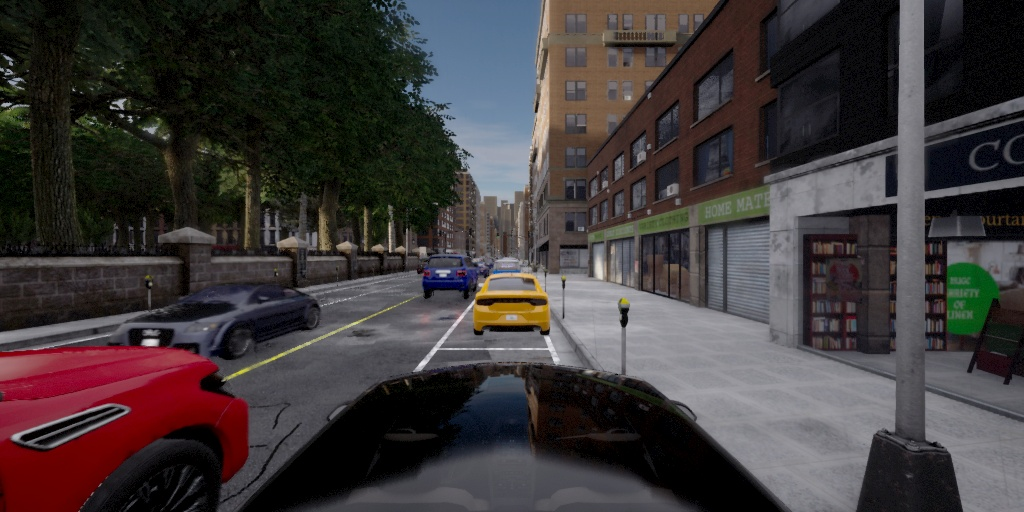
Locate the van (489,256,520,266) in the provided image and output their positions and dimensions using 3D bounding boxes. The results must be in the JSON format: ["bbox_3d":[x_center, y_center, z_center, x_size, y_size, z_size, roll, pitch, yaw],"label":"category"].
[{"bbox_3d":[-0.289,1.083,21.849,1.690,1.789,3.998,0,0,0],"label":"van"}]

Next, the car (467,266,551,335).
[{"bbox_3d":[-0.005,1.225,10.500,1.882,1.535,5.008,0,0,0],"label":"car"}]

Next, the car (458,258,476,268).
[{"bbox_3d":[-6.145,0.918,49.287,1.994,1.385,4.181,0,0,0],"label":"car"}]

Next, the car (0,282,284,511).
[{"bbox_3d":[-3.045,0.971,0.280,2.150,2.045,5.566,0,0,0],"label":"car"}]

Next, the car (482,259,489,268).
[{"bbox_3d":[-3.141,1.257,33.771,1.812,1.442,4.674,0,0,0],"label":"car"}]

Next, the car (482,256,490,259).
[{"bbox_3d":[-3.046,1.064,48.330,2.097,1.767,4.553,0,0,0],"label":"car"}]

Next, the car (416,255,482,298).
[{"bbox_3d":[-3.049,0.963,18.599,2.150,2.045,5.566,0,0,0],"label":"car"}]

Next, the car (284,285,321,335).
[{"bbox_3d":[-6.245,1.313,8.184,1.994,1.385,4.181,0,0,0],"label":"car"}]
